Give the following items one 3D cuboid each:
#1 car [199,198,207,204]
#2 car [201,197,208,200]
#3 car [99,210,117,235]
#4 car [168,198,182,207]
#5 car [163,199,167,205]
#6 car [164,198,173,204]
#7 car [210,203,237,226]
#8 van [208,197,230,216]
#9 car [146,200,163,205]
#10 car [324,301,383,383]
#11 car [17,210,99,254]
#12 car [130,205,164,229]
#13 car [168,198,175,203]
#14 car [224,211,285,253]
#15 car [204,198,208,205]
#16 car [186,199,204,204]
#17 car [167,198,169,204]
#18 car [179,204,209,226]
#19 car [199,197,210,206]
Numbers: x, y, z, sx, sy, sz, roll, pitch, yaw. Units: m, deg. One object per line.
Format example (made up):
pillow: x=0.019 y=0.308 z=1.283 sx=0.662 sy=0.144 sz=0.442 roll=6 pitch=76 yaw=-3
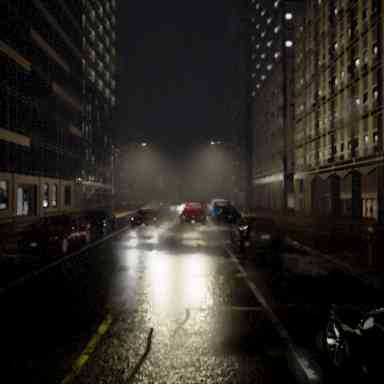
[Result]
car: x=2.650 y=2.222 z=82.691 sx=1.752 sy=1.417 sz=4.829 roll=0 pitch=0 yaw=0
car: x=2.663 y=1.832 z=59.756 sx=2.192 sy=1.841 sz=5.009 roll=0 pitch=0 yaw=0
car: x=-5.699 y=1.748 z=19.913 sx=1.947 sy=1.339 sz=4.313 roll=0 pitch=-1 yaw=0
car: x=-3.044 y=2.158 z=65.080 sx=1.895 sy=1.301 sz=4.718 roll=0 pitch=0 yaw=0
car: x=-5.716 y=2.022 z=54.069 sx=2.008 sy=1.369 sz=4.403 roll=0 pitch=0 yaw=0
car: x=-5.731 y=2.261 z=82.530 sx=1.947 sy=1.339 sz=4.313 roll=0 pitch=0 yaw=0
car: x=2.680 y=1.798 z=25.601 sx=1.947 sy=1.339 sz=4.313 roll=0 pitch=0 yaw=0
van: x=2.677 y=1.623 z=31.297 sx=1.690 sy=1.788 sz=3.998 roll=0 pitch=0 yaw=0
car: x=-5.713 y=1.949 z=48.206 sx=1.752 sy=1.417 sz=4.829 roll=0 pitch=0 yaw=0
car: x=2.691 y=1.593 z=2.833 sx=1.947 sy=1.339 sz=4.313 roll=0 pitch=-1 yaw=0
car: x=-5.695 y=1.676 z=14.221 sx=1.887 sy=1.381 sz=4.507 roll=0 pitch=-1 yaw=0
car: x=-3.113 y=1.815 z=23.509 sx=1.895 sy=1.301 sz=4.718 roll=0 pitch=-1 yaw=0
car: x=-5.736 y=2.363 z=93.912 sx=1.802 sy=1.307 sz=4.206 roll=0 pitch=0 yaw=0
car: x=2.685 y=1.697 z=14.217 sx=1.947 sy=1.339 sz=4.313 roll=0 pitch=-1 yaw=0
car: x=2.674 y=1.771 z=36.987 sx=1.967 sy=1.590 sz=4.097 roll=0 pitch=0 yaw=0
car: x=0.079 y=1.934 z=41.818 sx=1.994 sy=1.385 sz=4.181 roll=0 pitch=-1 yaw=0
car: x=-5.727 y=2.203 z=76.837 sx=2.008 sy=1.369 sz=4.403 roll=0 pitch=0 yaw=0
car: x=0.087 y=1.834 z=25.765 sx=1.895 sy=1.301 sz=4.718 roll=0 pitch=-1 yaw=0
car: x=2.657 y=1.923 z=71.140 sx=2.192 sy=1.841 sz=5.009 roll=0 pitch=0 yaw=0
